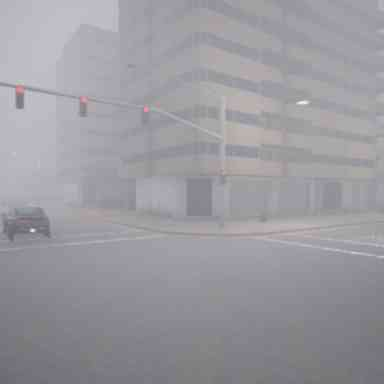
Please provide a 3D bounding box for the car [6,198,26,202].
[{"bbox_3d":[-23.124,1.568,44.263,1.994,1.385,4.181,0,0,-34],"label":"car"}]

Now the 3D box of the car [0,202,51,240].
[{"bbox_3d":[-8.652,1.506,17.311,1.837,1.490,4.892,1,0,-33],"label":"car"}]

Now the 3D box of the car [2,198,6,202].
[{"bbox_3d":[-28.780,1.605,52.429,1.895,1.301,4.718,0,0,-34],"label":"car"}]
